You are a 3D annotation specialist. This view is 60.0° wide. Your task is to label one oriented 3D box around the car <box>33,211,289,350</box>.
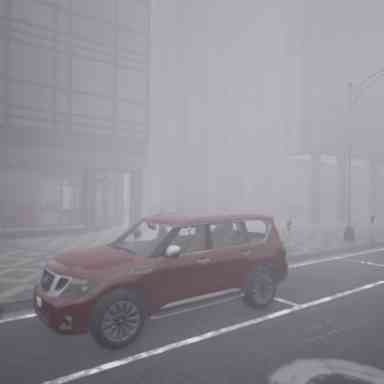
[{"bbox_3d":[-0.247,1.348,6.470,5.009,1.841,2.192,1,0,-35],"label":"car"}]
